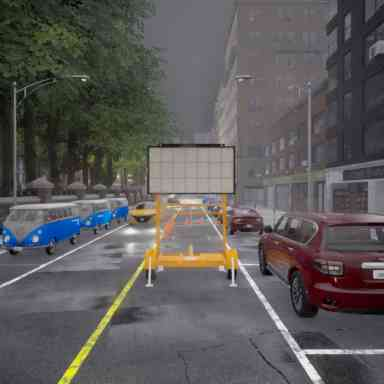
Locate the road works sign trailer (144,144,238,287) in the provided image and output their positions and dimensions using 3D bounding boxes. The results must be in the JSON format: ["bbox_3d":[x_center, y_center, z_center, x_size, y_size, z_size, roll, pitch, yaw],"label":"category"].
[{"bbox_3d":[-0.017,0.463,9.312,2.380,3.560,2.880,0,0,0],"label":"road works sign trailer"}]

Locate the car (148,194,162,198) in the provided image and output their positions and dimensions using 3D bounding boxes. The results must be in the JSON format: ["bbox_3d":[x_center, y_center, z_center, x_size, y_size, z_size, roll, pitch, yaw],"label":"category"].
[{"bbox_3d":[-5.767,1.265,52.591,2.192,1.841,5.009,0,0,0],"label":"car"}]

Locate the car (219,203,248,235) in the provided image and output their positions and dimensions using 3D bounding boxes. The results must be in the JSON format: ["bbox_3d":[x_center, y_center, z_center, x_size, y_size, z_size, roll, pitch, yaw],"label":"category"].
[{"bbox_3d":[2.820,1.538,18.685,1.887,1.381,4.507,0,0,0],"label":"car"}]

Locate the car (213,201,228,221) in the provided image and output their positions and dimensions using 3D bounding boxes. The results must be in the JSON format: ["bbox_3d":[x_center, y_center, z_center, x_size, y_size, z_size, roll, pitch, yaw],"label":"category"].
[{"bbox_3d":[2.810,1.570,24.345,1.802,1.307,4.206,0,0,0],"label":"car"}]

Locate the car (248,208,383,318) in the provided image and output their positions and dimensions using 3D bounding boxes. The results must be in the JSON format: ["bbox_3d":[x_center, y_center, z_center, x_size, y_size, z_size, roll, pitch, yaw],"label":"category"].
[{"bbox_3d":[2.840,1.314,7.363,2.192,1.841,5.009,0,0,0],"label":"car"}]

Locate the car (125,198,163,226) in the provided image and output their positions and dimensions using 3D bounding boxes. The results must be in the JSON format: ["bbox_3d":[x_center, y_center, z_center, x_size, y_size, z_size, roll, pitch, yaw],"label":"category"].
[{"bbox_3d":[-3.143,1.467,23.519,1.882,1.535,5.008,0,0,0],"label":"car"}]

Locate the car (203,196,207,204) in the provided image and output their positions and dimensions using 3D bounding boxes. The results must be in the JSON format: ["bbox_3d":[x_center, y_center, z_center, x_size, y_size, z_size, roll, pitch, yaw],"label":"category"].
[{"bbox_3d":[2.779,1.513,41.326,1.887,1.381,4.507,0,0,0],"label":"car"}]

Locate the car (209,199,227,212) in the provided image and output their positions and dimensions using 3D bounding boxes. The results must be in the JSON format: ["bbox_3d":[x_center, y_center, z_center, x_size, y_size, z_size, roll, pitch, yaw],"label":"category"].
[{"bbox_3d":[2.799,1.564,30.006,1.802,1.307,4.206,0,0,0],"label":"car"}]

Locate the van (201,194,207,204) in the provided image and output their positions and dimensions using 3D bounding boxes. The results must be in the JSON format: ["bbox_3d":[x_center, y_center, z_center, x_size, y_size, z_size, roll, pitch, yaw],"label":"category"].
[{"bbox_3d":[2.758,1.291,52.647,1.690,1.788,3.998,0,0,0],"label":"van"}]

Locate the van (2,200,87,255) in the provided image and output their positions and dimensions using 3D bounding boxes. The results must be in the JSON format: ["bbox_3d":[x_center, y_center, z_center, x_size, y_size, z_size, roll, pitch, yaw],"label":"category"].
[{"bbox_3d":[-5.695,1.338,12.986,1.690,1.788,3.998,0,0,0],"label":"van"}]

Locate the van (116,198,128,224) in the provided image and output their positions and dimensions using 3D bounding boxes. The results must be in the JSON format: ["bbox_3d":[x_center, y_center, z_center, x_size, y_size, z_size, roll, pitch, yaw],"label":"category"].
[{"bbox_3d":[-5.716,1.329,24.301,1.690,1.788,3.998,0,0,0],"label":"van"}]

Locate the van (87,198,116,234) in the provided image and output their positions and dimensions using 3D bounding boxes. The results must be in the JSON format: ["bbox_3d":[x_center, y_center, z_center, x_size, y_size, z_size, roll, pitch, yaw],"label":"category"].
[{"bbox_3d":[-5.706,1.334,18.643,1.690,1.788,3.998,0,0,0],"label":"van"}]

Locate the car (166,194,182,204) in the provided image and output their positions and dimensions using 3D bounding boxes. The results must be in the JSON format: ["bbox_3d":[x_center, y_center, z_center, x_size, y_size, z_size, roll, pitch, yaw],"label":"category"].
[{"bbox_3d":[-3.100,1.512,54.303,1.994,1.385,4.181,0,0,0],"label":"car"}]

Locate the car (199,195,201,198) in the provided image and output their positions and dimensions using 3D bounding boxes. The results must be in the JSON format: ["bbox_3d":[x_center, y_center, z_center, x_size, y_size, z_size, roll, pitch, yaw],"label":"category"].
[{"bbox_3d":[2.748,1.506,58.308,1.947,1.339,4.313,0,0,0],"label":"car"}]

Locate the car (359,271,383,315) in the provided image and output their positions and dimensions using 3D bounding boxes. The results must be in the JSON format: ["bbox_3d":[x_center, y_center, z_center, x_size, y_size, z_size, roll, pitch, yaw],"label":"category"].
[{"bbox_3d":[2.851,1.582,1.703,1.802,1.307,4.206,0,0,0],"label":"car"}]

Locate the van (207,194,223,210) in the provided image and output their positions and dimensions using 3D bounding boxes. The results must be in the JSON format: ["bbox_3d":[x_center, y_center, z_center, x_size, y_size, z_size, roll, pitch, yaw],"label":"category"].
[{"bbox_3d":[2.789,1.317,35.666,1.690,1.788,3.998,0,0,0],"label":"van"}]
